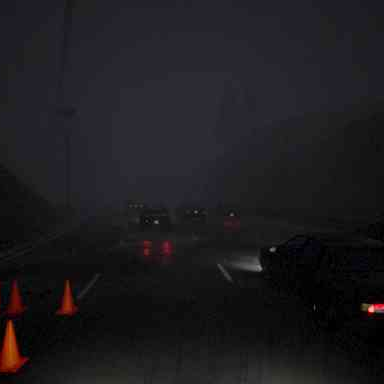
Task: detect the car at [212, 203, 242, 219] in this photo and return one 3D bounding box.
[{"bbox_3d":[2.870,1.657,30.352,1.895,1.301,4.718,0,0,-13],"label":"car"}]

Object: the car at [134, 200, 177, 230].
[{"bbox_3d":[-2.489,1.549,21.680,2.128,1.511,4.902,0,0,-10],"label":"car"}]

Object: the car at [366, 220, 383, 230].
[{"bbox_3d":[6.154,1.503,9.578,1.837,1.490,4.892,0,0,-4],"label":"car"}]

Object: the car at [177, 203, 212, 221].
[{"bbox_3d":[-0.237,1.611,28.337,2.033,1.411,5.357,0,0,-13],"label":"car"}]

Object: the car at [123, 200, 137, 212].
[{"bbox_3d":[-7.109,1.662,39.903,2.033,1.411,5.357,0,0,-18],"label":"car"}]

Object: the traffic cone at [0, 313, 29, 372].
[{"bbox_3d":[-2.385,1.974,4.364,0.340,0.580,0.340,0,0,0],"label":"traffic cone"}]

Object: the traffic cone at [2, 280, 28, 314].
[{"bbox_3d":[-3.380,1.982,6.366,0.340,0.580,0.340,0,0,0],"label":"traffic cone"}]

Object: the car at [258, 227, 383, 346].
[{"bbox_3d":[2.891,1.552,6.808,2.033,1.411,5.357,0,0,-4],"label":"car"}]

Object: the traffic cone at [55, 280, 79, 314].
[{"bbox_3d":[-2.380,1.979,6.363,0.340,0.580,0.340,0,0,0],"label":"traffic cone"}]
